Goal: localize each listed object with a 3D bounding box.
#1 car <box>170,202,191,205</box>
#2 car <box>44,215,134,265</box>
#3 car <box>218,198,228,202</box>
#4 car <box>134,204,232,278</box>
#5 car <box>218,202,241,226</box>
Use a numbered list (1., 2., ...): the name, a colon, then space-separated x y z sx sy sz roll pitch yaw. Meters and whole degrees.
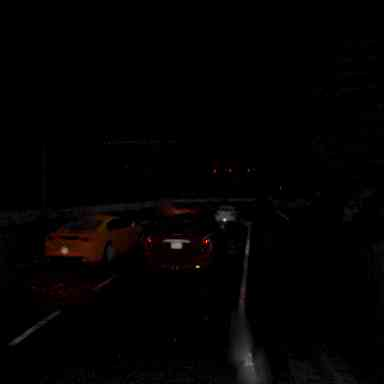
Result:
1. car: -0.755 1.597 26.197 2.097 1.767 4.553 0 -1 11
2. car: -3.299 1.591 12.253 1.882 1.535 5.008 0 0 11
3. car: 8.173 2.348 87.452 1.812 1.442 4.674 0 -1 22
4. car: -0.011 1.454 10.812 2.097 1.767 4.553 0 -1 11
5. car: 2.775 1.772 26.026 1.812 1.442 4.674 0 0 11
